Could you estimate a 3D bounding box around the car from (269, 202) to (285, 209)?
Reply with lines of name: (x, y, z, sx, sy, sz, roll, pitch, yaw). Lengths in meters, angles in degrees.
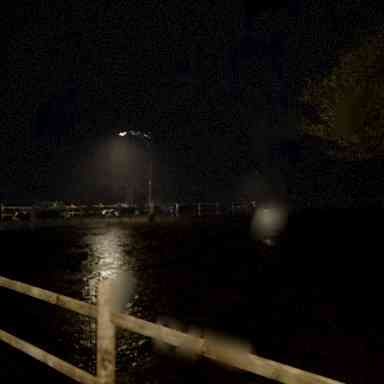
car: (16.241, 2.549, 63.340, 1.994, 1.385, 4.181, -2, -2, 36)

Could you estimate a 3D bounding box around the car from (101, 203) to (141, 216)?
car: (-7.685, 1.931, 36.280, 2.128, 1.511, 4.902, -2, -2, 36)

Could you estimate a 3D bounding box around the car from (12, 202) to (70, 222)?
car: (-13.008, 1.642, 28.859, 2.097, 1.767, 4.553, -2, -2, 36)

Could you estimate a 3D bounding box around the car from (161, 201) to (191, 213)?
car: (-2.092, 1.955, 44.091, 2.097, 1.767, 4.553, -2, -2, 36)
